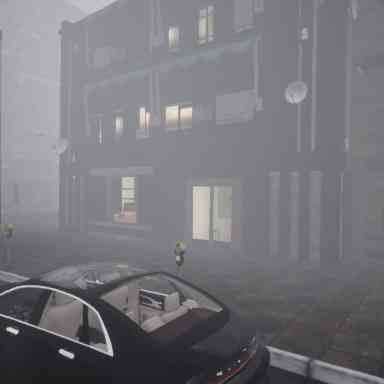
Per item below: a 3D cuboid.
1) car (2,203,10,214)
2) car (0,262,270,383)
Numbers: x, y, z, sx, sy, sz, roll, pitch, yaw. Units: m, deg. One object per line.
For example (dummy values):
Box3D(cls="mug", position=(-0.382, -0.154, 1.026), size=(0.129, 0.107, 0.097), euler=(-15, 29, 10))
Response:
Box3D(cls="car", position=(-21.544, 1.623, 34.882), size=(2.008, 1.369, 4.403), euler=(1, 0, 36))
Box3D(cls="car", position=(-1.300, 1.550, 3.939), size=(4.403, 1.369, 2.008), euler=(0, 1, 35))
